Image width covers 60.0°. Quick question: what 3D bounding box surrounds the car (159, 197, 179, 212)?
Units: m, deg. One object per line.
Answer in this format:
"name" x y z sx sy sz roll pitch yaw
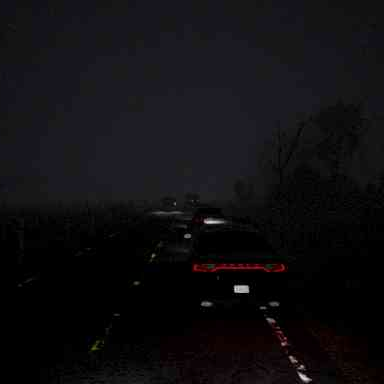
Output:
"car" -2.720 1.372 39.838 2.097 1.767 4.553 0 0 0

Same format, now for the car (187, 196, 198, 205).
"car" 0.047 1.534 60.562 1.882 1.535 5.008 0 0 0

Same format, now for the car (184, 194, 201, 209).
"car" 0.073 1.251 45.948 2.150 2.045 5.566 0 0 1

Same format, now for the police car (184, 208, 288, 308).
"police car" 0.832 1.426 8.165 1.930 1.638 5.238 0 0 0

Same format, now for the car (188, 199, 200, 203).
"car" 0.844 1.511 24.055 1.837 1.490 4.892 0 0 0

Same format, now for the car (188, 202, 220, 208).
"car" 0.839 1.509 18.055 1.837 1.490 4.892 0 0 0
